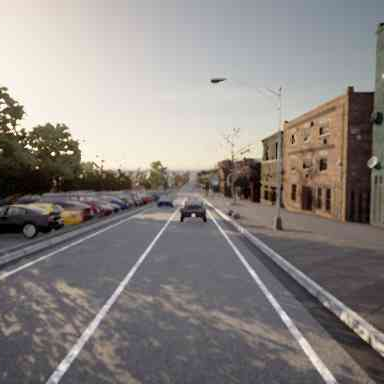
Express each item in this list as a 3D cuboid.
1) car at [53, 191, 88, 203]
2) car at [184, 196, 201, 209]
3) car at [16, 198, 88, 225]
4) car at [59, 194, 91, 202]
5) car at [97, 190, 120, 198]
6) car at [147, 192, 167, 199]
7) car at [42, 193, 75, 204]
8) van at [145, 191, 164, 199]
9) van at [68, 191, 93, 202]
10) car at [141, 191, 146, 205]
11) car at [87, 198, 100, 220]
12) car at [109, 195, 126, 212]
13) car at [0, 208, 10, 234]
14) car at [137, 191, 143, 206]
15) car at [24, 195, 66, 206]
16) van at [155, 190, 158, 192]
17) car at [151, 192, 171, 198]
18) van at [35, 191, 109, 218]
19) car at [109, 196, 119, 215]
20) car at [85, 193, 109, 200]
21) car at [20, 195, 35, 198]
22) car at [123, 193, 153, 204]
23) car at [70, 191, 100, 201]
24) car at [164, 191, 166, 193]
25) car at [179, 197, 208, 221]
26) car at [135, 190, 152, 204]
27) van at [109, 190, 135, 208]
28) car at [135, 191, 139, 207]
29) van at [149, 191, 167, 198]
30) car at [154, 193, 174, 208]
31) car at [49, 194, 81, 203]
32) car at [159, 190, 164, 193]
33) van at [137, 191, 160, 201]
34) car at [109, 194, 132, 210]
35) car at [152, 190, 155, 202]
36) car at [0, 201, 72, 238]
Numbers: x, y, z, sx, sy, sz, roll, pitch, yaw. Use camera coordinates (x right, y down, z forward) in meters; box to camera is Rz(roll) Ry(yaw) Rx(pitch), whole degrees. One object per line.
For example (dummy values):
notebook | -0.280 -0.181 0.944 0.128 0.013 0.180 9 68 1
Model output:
car | -22.044 0.868 60.482 5.566 2.045 2.435 0 0 0
car | 0.099 1.281 42.296 2.033 1.411 5.357 0 0 0
car | -9.064 1.325 18.960 5.366 1.575 1.946 0 0 0
car | -22.206 1.102 63.259 5.366 1.575 1.946 0 0 0
car | -22.025 0.632 88.242 5.566 2.045 2.435 0 1 0
car | -8.966 0.908 86.247 5.008 1.535 2.097 0 1 0
car | -22.039 1.022 54.930 4.553 1.767 2.185 0 0 0
van | -9.080 0.748 80.636 4.442 1.987 1.878 0 1 0
van | -22.140 0.865 66.032 4.442 1.987 1.878 0 0 0
car | -8.882 1.074 44.189 4.553 1.767 2.185 0 0 0
car | -8.912 1.343 21.764 4.792 1.488 2.163 0 0 0
car | -8.865 1.301 30.174 4.792 1.488 2.163 0 0 0
car | -8.838 1.410 10.553 4.792 1.488 2.163 0 0 0
car | -8.878 1.089 41.386 4.553 1.767 2.185 0 0 0
car | -21.815 1.172 49.380 5.366 1.575 1.946 0 0 0
van | -9.053 0.889 61.008 4.442 1.987 1.878 0 0 0
car | -8.798 0.796 94.657 5.366 1.575 1.946 0 1 0
van | -8.770 1.074 24.566 4.442 1.987 1.878 0 0 0
car | -8.861 1.315 27.370 4.792 1.488 2.163 0 0 0
car | -22.009 1.044 77.145 4.792 1.488 2.163 0 0 0
car | -22.002 1.191 46.603 4.892 1.521 2.231 0 0 0
car | -8.960 1.018 55.402 4.553 1.767 2.185 0 0 0
car | -22.056 0.826 68.808 5.566 2.045 2.435 0 0 0
car | -8.953 1.070 75.028 4.674 1.452 2.002 0 0 0
car | 0.100 1.329 24.889 1.837 1.490 4.892 0 0 0
car | -8.889 0.934 46.992 5.566 2.045 2.435 0 0 0
van | -8.785 1.017 35.779 4.442 1.987 1.878 0 0 0
car | -8.937 1.103 38.582 4.553 1.767 2.185 0 0 0
van | -9.092 0.646 89.047 4.442 1.987 1.878 0 1 0
car | -3.337 1.211 42.297 1.882 1.535 5.008 0 0 0
car | -21.983 1.163 57.708 4.792 1.488 2.163 0 0 0
car | -8.916 0.835 66.615 5.566 2.045 2.435 0 0 0
van | -9.065 0.846 69.416 4.442 1.987 1.878 0 0 0
car | -8.893 1.257 32.977 5.008 1.535 2.097 0 0 0
car | -8.893 0.920 49.795 5.566 2.045 2.435 0 0 0
car | -8.870 1.343 16.161 5.008 1.535 2.097 0 0 0
